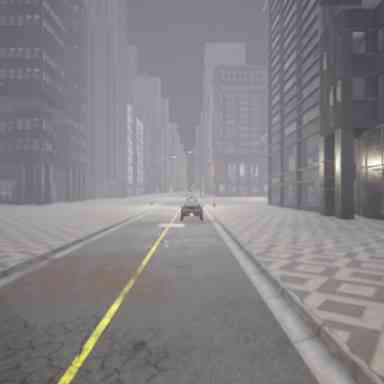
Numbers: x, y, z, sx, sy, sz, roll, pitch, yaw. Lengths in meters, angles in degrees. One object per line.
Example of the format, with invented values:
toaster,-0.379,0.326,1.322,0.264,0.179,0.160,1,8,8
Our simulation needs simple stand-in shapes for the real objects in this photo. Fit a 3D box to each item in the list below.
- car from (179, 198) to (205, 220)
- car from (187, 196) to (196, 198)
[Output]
car,0.001,1.524,28.155,1.837,1.490,4.892,0,0,1
car,-0.054,1.421,55.163,2.033,1.649,4.856,0,0,0
